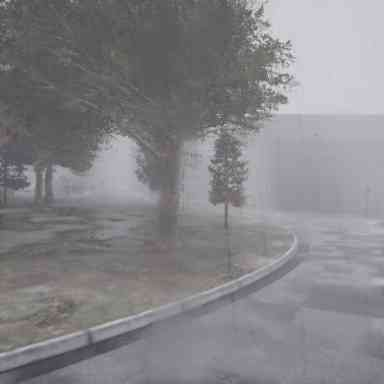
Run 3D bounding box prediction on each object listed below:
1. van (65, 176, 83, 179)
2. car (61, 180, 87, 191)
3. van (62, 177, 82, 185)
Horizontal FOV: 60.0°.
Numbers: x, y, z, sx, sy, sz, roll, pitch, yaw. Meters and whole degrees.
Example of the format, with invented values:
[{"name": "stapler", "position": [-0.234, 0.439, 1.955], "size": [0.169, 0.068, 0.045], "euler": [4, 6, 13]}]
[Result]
[{"name": "van", "position": [-28.192, -2.151, 79.582], "size": [4.442, 1.987, 1.878], "euler": [-2, 6, -41]}, {"name": "car", "position": [-24.956, -1.139, 71.051], "size": [4.892, 1.521, 2.231], "euler": [-1, 6, -41]}, {"name": "van", "position": [-31.704, -2.929, 87.889], "size": [4.442, 1.987, 1.878], "euler": [-1, 6, -41]}]
